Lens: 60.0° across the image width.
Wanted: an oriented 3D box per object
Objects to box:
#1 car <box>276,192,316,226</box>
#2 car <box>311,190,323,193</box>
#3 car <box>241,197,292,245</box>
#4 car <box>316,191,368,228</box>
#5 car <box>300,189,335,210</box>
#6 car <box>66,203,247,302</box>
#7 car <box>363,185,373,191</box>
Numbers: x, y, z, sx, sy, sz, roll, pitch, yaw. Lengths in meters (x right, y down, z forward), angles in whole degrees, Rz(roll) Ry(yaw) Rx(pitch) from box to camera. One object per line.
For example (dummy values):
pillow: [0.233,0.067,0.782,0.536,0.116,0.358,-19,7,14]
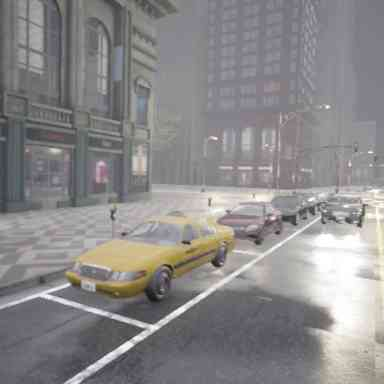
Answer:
car: [4.992,0.863,17.500,1.947,1.339,4.313,3,3,29]
car: [7.700,0.712,22.441,1.947,1.339,4.313,3,3,29]
car: [2.285,1.030,12.559,1.802,1.307,4.206,3,3,29]
car: [8.021,0.884,17.464,2.128,1.511,4.902,3,3,29]
car: [10.408,0.546,27.382,2.008,1.369,4.403,3,3,29]
car: [-0.503,1.130,7.466,1.752,1.417,4.829,3,3,29]
car: [44.081,-1.039,83.261,1.812,1.442,4.674,3,3,28]
